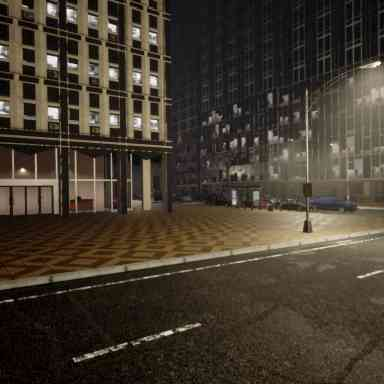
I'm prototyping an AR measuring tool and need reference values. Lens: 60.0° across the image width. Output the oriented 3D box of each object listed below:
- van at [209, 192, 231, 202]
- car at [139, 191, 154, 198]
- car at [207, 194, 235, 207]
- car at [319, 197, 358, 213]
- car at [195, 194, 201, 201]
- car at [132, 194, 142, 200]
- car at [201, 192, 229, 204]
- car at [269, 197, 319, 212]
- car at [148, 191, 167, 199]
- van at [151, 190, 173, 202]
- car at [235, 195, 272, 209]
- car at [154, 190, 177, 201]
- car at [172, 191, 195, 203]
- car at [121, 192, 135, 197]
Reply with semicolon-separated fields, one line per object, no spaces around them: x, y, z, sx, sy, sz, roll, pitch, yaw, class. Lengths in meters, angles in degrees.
4.883;0.855;58.846;1.690;1.788;3.998;0;1;-35;van
-11.237;0.686;82.251;1.967;1.590;4.097;0;1;-35;car
4.385;1.319;44.707;1.947;1.339;4.313;0;1;-35;car
14.567;1.317;34.568;1.882;1.535;5.008;-1;1;-35;car
1.660;1.043;63.530;1.802;1.307;4.206;0;1;-35;car
-11.690;1.039;68.139;2.008;1.369;4.403;0;1;-35;car
3.868;1.020;50.115;2.097;1.767;4.553;-1;1;-34;car
10.771;1.424;35.301;1.947;1.339;4.313;0;1;-35;car
-8.013;0.615;77.569;2.192;1.841;5.009;0;1;-35;car
-5.242;0.937;58.775;1.690;1.788;3.998;0;1;-35;van
7.560;1.388;39.994;1.802;1.307;4.206;0;1;-35;car
-5.568;0.640;69.434;2.150;2.045;5.566;-1;1;-35;car
-1.934;1.098;58.620;1.812;1.442;4.674;-1;1;-34;car
-17.684;0.688;91.614;2.008;1.369;4.403;0;1;-35;car
